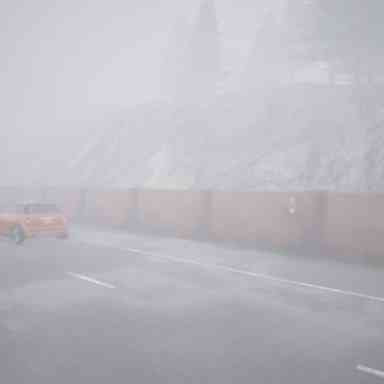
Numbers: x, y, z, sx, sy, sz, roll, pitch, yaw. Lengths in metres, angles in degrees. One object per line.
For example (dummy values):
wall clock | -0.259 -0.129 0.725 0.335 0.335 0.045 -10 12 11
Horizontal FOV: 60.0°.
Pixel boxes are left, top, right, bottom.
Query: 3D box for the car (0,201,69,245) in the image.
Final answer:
car | -7.508 1.179 14.949 4.553 1.767 2.097 1 0 41
